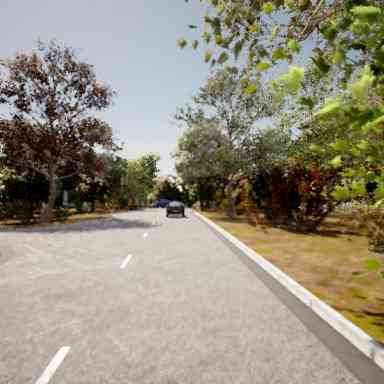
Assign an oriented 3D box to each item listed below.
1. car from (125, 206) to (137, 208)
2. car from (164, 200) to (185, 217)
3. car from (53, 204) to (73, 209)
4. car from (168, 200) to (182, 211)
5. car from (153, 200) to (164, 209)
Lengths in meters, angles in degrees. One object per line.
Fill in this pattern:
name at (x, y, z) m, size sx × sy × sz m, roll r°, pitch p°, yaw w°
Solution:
car at (-15.488, 3.347, 79.605) m, size 5.357 × 1.411 × 2.033 m, roll -1°, pitch -3°, yaw 14°
car at (-1.760, 1.811, 35.406) m, size 1.882 × 1.535 × 5.008 m, roll 0°, pitch -1°, yaw -3°
car at (-31.753, 3.597, 82.551) m, size 5.357 × 1.411 × 2.033 m, roll -1°, pitch -3°, yaw 9°
car at (-2.766, 2.181, 53.978) m, size 2.097 × 1.767 × 4.553 m, roll 0°, pitch -2°, yaw -3°
car at (-6.810, 2.879, 77.624) m, size 2.150 × 2.045 × 5.566 m, roll 2°, pitch -4°, yaw -40°
